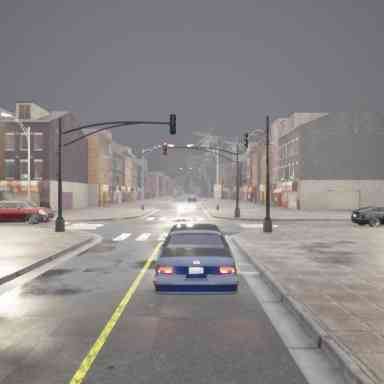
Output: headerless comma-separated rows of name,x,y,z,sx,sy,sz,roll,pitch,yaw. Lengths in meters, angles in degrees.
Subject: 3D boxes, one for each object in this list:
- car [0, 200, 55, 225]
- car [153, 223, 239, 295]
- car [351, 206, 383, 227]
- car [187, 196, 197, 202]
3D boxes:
car,-12.200,1.392,23.626,4.553,1.767,2.097,0,0,-1
car,0.080,1.549,8.885,2.033,1.411,5.357,0,0,0
car,12.351,1.522,21.002,4.313,1.339,1.947,0,0,0
car,0.002,1.548,75.819,1.882,1.535,5.008,0,0,0
